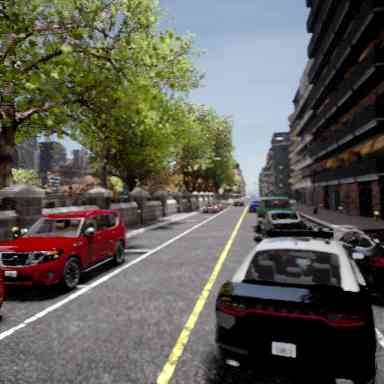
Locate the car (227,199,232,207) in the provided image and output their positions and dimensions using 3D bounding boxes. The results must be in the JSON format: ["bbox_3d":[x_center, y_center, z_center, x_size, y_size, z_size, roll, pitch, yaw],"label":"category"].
[{"bbox_3d":[5.585,2.150,59.717,2.008,1.369,4.403,-2,-1,10],"label":"car"}]

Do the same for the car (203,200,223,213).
[{"bbox_3d":[2.531,1.902,43.107,1.967,1.590,4.097,-2,-1,10],"label":"car"}]

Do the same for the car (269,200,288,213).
[{"bbox_3d":[10.774,1.788,41.594,1.887,1.381,4.507,-2,-1,10],"label":"car"}]

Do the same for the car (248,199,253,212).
[{"bbox_3d":[8.401,1.801,43.374,1.882,1.535,5.008,-2,-1,11],"label":"car"}]

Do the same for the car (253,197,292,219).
[{"bbox_3d":[5.217,1.351,21.275,2.150,2.045,5.566,-2,-1,10],"label":"car"}]

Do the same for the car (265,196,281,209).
[{"bbox_3d":[12.801,1.650,52.671,2.192,1.841,5.009,-2,-1,10],"label":"car"}]

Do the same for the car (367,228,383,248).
[{"bbox_3d":[4.675,1.552,8.370,1.947,1.339,4.313,-2,-1,10],"label":"car"}]

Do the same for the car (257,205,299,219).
[{"bbox_3d":[4.135,1.587,15.341,1.837,1.490,4.892,-2,-1,10],"label":"car"}]

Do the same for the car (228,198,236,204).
[{"bbox_3d":[10.637,2.364,87.238,1.752,1.417,4.829,-2,-1,10],"label":"car"}]

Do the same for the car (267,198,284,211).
[{"bbox_3d":[11.789,1.730,47.132,1.967,1.590,4.097,-2,-1,10],"label":"car"}]

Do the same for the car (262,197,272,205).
[{"bbox_3d":[16.872,1.963,74.820,1.967,1.590,4.097,-2,-1,10],"label":"car"}]

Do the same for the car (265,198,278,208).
[{"bbox_3d":[13.822,1.821,58.208,1.967,1.590,4.097,-2,-1,10],"label":"car"}]

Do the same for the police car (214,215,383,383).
[{"bbox_3d":[1.933,1.449,5.882,1.930,1.638,5.238,-2,-1,22],"label":"police car"}]

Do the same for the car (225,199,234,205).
[{"bbox_3d":[8.603,2.265,76.162,1.752,1.417,4.829,-2,-1,10],"label":"car"}]

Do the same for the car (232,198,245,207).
[{"bbox_3d":[8.891,2.123,62.823,1.994,1.385,4.181,-2,-1,10],"label":"car"}]

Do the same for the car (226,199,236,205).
[{"bbox_3d":[9.652,2.341,81.867,2.008,1.369,4.403,-2,-1,10],"label":"car"}]

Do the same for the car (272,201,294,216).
[{"bbox_3d":[9.758,1.743,36.056,1.887,1.381,4.507,-2,-1,10],"label":"car"}]

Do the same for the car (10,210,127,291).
[{"bbox_3d":[-3.570,1.519,9.883,2.192,1.841,5.009,-2,-1,10],"label":"car"}]

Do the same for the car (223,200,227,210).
[{"bbox_3d":[3.548,1.947,48.642,1.967,1.590,4.097,-2,-1,10],"label":"car"}]

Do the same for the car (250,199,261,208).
[{"bbox_3d":[11.362,1.985,59.681,1.812,1.442,4.674,-2,-1,10],"label":"car"}]

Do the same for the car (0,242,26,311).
[{"bbox_3d":[-4.582,1.708,4.341,1.887,1.381,4.507,-2,-1,10],"label":"car"}]
